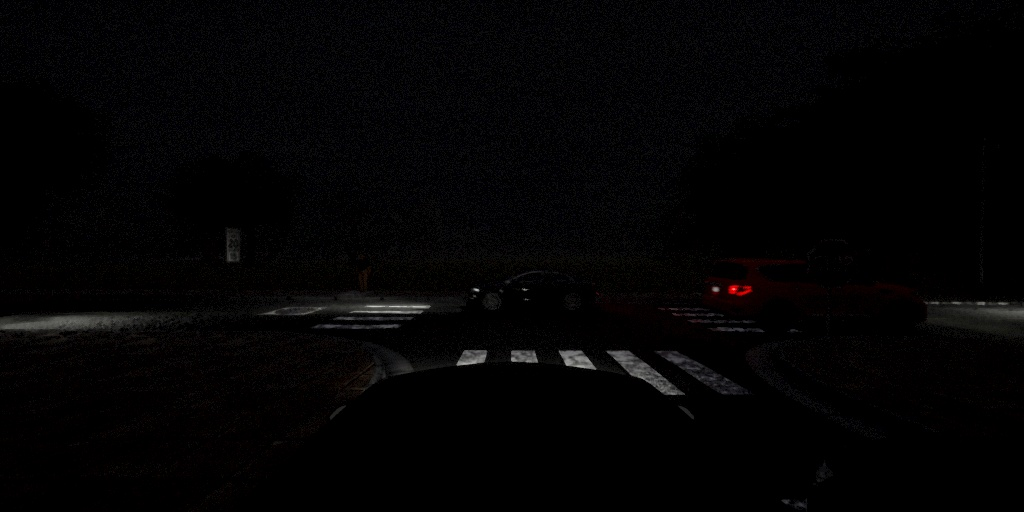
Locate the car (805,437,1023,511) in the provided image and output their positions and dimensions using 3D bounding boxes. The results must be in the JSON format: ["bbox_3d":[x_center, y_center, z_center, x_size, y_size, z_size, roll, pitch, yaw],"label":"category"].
[{"bbox_3d":[2.639,1.301,0.391,2.007,1.370,4.403,0,0,0],"label":"car"}]

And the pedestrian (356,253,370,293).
[{"bbox_3d":[-6.895,0.757,16.561,0.375,1.860,0.375,0,1,0],"label":"pedestrian"}]

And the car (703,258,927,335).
[{"bbox_3d":[8.772,1.105,10.745,5.566,2.045,2.150,0,1,0],"label":"car"}]

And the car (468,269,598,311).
[{"bbox_3d":[0.784,1.222,13.684,4.902,1.511,2.128,0,1,0],"label":"car"}]
